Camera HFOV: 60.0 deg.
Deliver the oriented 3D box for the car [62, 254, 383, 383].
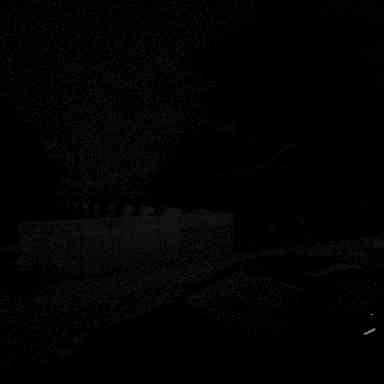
[{"bbox_3d":[0.991,1.525,3.765,4.674,1.442,1.812,0,0,-35],"label":"car"}]
